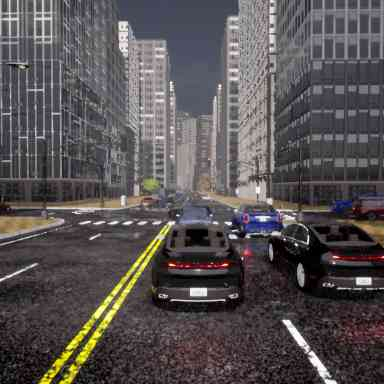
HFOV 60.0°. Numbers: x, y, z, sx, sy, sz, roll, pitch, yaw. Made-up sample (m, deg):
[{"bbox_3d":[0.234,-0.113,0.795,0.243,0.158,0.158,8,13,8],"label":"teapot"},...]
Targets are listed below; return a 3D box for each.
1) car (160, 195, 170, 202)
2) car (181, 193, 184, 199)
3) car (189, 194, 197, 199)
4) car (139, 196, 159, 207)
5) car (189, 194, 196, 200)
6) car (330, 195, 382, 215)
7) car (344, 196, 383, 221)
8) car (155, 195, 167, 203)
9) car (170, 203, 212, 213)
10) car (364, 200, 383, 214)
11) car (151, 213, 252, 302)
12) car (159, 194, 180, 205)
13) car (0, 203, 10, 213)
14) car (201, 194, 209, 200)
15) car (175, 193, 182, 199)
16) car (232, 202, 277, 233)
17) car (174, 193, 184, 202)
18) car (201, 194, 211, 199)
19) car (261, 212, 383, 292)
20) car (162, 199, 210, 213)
[{"bbox_3d":[-6.289,1.453,77.913,1.812,1.442,4.674,0,0,0],"label":"car"},{"bbox_3d":[-3.091,1.468,67.421,1.812,1.442,4.674,0,0,1],"label":"car"},{"bbox_3d":[0.217,1.449,80.171,1.812,1.442,4.674,0,0,0],"label":"car"},{"bbox_3d":[-6.455,1.491,49.034,1.812,1.442,4.674,0,0,2],"label":"car"},{"bbox_3d":[0.245,1.387,90.165,1.882,1.535,5.008,0,0,0],"label":"car"},{"bbox_3d":[17.296,1.339,34.255,5.566,2.045,2.150,0,1,2],"label":"car"},{"bbox_3d":[16.278,1.519,28.496,5.009,1.841,2.192,1,0,1],"label":"car"},{"bbox_3d":[-6.335,1.420,67.643,1.882,1.535,5.008,0,0,0],"label":"car"},{"bbox_3d":[0.148,1.538,17.785,2.033,1.411,5.357,0,0,0],"label":"car"},{"bbox_3d":[21.909,1.643,36.767,4.829,1.417,1.752,1,0,1],"label":"car"},{"bbox_3d":[0.120,1.501,8.230,1.837,1.490,4.892,0,0,0],"label":"car"},{"bbox_3d":[-3.210,1.471,48.261,1.837,1.490,4.892,0,0,0],"label":"car"},{"bbox_3d":[-20.028,1.315,31.783,5.008,1.535,1.882,1,1,1],"label":"car"},{"bbox_3d":[3.496,1.408,90.808,1.837,1.490,4.892,0,0,0],"label":"car"},{"bbox_3d":[-3.177,1.460,57.600,1.837,1.490,4.892,0,0,0],"label":"car"},{"bbox_3d":[3.397,1.342,18.019,2.097,1.767,4.553,0,0,0],"label":"car"},{"bbox_3d":[-3.039,1.154,77.873,2.150,2.045,5.566,0,0,0],"label":"car"},{"bbox_3d":[3.469,1.519,80.874,1.895,1.301,4.718,0,0,0],"label":"car"},{"bbox_3d":[3.374,1.500,8.936,1.837,1.490,4.892,0,0,0],"label":"car"},{"bbox_3d":[-0.169,1.609,29.700,4.181,1.385,1.994,0,1,-43],"label":"car"}]
